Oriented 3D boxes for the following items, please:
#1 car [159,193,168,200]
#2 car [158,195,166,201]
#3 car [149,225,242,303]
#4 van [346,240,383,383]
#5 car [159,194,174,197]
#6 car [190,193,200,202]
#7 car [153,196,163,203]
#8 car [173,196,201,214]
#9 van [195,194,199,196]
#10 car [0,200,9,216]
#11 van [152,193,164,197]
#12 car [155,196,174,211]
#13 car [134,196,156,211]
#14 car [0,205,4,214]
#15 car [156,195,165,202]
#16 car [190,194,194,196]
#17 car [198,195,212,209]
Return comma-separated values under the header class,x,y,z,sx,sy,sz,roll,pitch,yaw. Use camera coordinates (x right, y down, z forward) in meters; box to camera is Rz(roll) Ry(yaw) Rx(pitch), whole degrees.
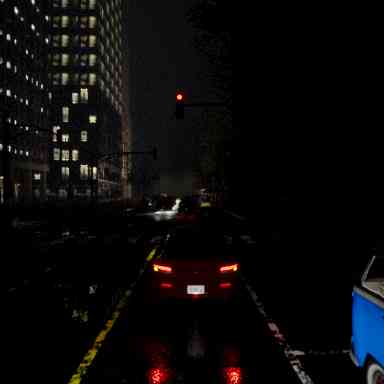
class,x,y,z,sx,sy,sz,roll,pitch,yaw
car,-8.106,1.251,95.169,2.192,1.841,5.009,0,0,-3
car,-7.555,1.532,84.089,1.802,1.307,4.206,0,0,-3
car,0.051,1.525,8.056,1.812,1.442,4.674,0,0,0
van,2.558,1.341,2.122,1.690,1.788,3.998,0,0,0
car,-3.665,1.486,50.442,1.837,1.490,4.892,0,0,-1
car,0.714,1.270,78.921,2.192,1.841,5.009,0,0,-3
car,-6.848,1.512,67.458,1.887,1.381,4.507,0,0,-2
car,-0.456,1.481,35.417,2.128,1.511,4.902,0,0,2
van,1.732,1.321,51.209,1.690,1.788,3.998,0,0,-2
car,-18.229,1.377,28.480,4.206,1.307,1.802,1,0,3
van,-6.645,1.313,61.915,1.690,1.788,3.998,0,0,-2
car,-3.420,1.551,40.407,1.994,1.385,4.181,0,0,-3
car,-5.845,1.538,39.744,2.008,1.369,4.403,0,0,-1
car,-16.101,1.312,22.820,5.008,1.535,1.882,1,0,2
car,-7.302,1.501,78.544,1.887,1.381,4.507,0,0,-2
car,-1.162,1.475,63.995,1.837,1.490,4.892,0,0,-2
car,1.884,1.509,45.837,1.752,1.417,4.829,0,0,-2
